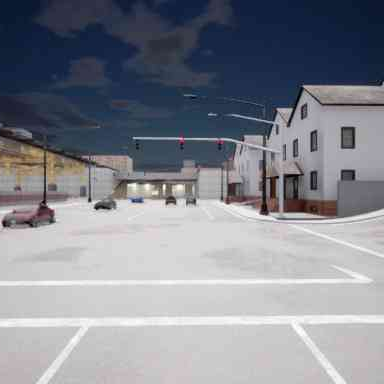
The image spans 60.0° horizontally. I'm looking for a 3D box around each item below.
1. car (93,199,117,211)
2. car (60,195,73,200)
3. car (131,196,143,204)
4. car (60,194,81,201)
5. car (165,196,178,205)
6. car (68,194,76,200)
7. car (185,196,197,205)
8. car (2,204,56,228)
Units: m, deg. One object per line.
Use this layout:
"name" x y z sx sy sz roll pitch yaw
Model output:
"car" -10.702 1.547 41.572 2.033 1.411 5.357 0 0 0
"car" -31.919 1.295 84.296 1.853 1.218 4.536 0 0 -37
"car" -10.694 1.477 64.958 1.882 1.535 5.008 0 0 0
"car" -32.691 1.452 89.619 2.038 1.542 4.974 0 0 28
"car" -3.644 1.505 58.602 1.837 1.490 4.892 0 0 0
"car" -31.887 1.452 84.254 2.038 1.542 4.974 0 0 -37
"car" -0.145 1.489 58.611 2.128 1.511 4.902 0 0 0
"car" -10.653 1.527 22.150 1.812 1.442 4.674 0 0 0
